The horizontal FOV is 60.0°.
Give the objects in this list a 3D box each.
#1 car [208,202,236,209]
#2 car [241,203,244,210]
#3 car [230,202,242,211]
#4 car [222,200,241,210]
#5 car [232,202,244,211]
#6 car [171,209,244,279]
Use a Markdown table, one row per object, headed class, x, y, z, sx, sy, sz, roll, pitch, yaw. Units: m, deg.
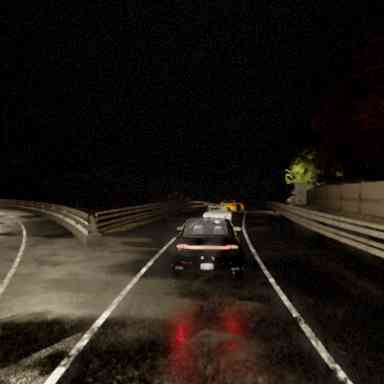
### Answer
| class | x | y | z | sx | sy | sz | roll | pitch | yaw |
| --- | --- | --- | --- | --- | --- | --- | --- | --- | --- |
| car | 1.975 | 1.644 | 23.879 | 1.895 | 1.301 | 4.718 | 0 | 0 | 8 |
| car | 6.211 | 2.025 | 49.481 | 2.128 | 1.511 | 4.902 | 0 | -3 | 10 |
| car | 7.381 | 2.434 | 55.605 | 1.895 | 1.301 | 4.718 | 0 | -3 | 9 |
| car | 4.182 | 1.635 | 37.485 | 1.882 | 1.535 | 5.008 | 0 | -1 | 9 |
| car | 9.024 | 2.892 | 64.805 | 1.882 | 1.535 | 5.008 | 0 | -4 | 12 |
| car | 0.502 | 1.511 | 10.141 | 2.128 | 1.511 | 4.902 | 0 | 0 | 4 |
